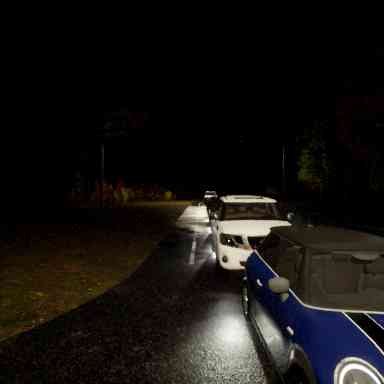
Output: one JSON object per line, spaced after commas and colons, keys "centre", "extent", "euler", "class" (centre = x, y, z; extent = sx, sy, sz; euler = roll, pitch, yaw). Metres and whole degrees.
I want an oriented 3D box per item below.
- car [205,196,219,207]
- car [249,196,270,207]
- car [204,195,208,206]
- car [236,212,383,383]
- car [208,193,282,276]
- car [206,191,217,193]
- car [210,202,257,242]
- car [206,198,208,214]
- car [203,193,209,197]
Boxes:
{"centre": [2.862, 1.314, 47.958], "extent": [1.994, 1.385, 4.181], "euler": [0, 0, 3], "class": "car"}
{"centre": [9.830, 1.294, 48.813], "extent": [2.033, 1.411, 5.357], "euler": [0, 0, 2], "class": "car"}
{"centre": [2.282, 1.322, 29.297], "extent": [1.882, 1.535, 5.008], "euler": [0, 0, 2], "class": "car"}
{"centre": [1.941, 1.338, 4.111], "extent": [2.097, 1.767, 4.553], "euler": [0, 0, 0], "class": "car"}
{"centre": [1.759, 1.160, 10.458], "extent": [2.150, 2.045, 5.566], "euler": [0, 0, 1], "class": "car"}
{"centre": [3.080, 0.938, 54.390], "extent": [2.150, 2.045, 5.566], "euler": [0, 0, 3], "class": "car"}
{"centre": [1.928, 1.384, 16.797], "extent": [1.882, 1.535, 5.008], "euler": [0, 0, 2], "class": "car"}
{"centre": [2.106, 1.380, 23.044], "extent": [1.837, 1.490, 4.892], "euler": [0, 0, 2], "class": "car"}
{"centre": [2.645, 1.274, 41.550], "extent": [2.128, 1.511, 4.902], "euler": [0, 0, 2], "class": "car"}
